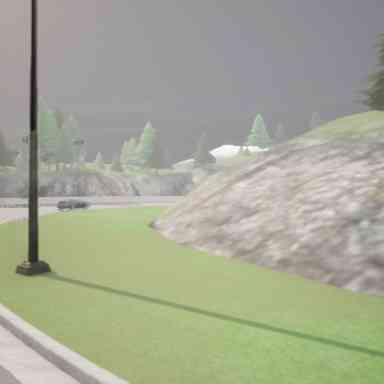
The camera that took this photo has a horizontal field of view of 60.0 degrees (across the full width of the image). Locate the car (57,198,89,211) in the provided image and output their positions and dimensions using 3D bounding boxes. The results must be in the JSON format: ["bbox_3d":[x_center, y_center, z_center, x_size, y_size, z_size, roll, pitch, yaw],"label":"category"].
[{"bbox_3d":[-14.853,1.540,41.911,2.128,1.511,4.902,0,0,16],"label":"car"}]
